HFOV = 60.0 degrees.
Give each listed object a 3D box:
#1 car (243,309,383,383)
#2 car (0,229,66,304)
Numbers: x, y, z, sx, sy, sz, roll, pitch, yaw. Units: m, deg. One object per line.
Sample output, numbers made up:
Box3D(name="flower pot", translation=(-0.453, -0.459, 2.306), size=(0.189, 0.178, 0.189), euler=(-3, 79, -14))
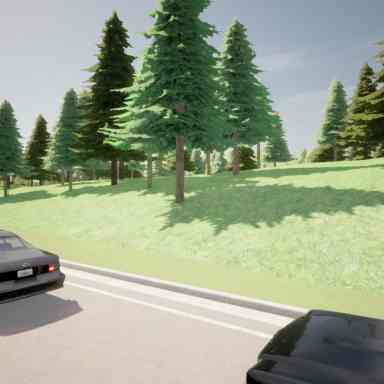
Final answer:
Box3D(name="car", translation=(2.680, 1.601, 2.079), size=(4.718, 1.301, 1.895), euler=(0, 0, 36))
Box3D(name="car", translation=(-5.138, 1.547, 7.639), size=(5.357, 1.411, 2.033), euler=(0, 0, 36))
